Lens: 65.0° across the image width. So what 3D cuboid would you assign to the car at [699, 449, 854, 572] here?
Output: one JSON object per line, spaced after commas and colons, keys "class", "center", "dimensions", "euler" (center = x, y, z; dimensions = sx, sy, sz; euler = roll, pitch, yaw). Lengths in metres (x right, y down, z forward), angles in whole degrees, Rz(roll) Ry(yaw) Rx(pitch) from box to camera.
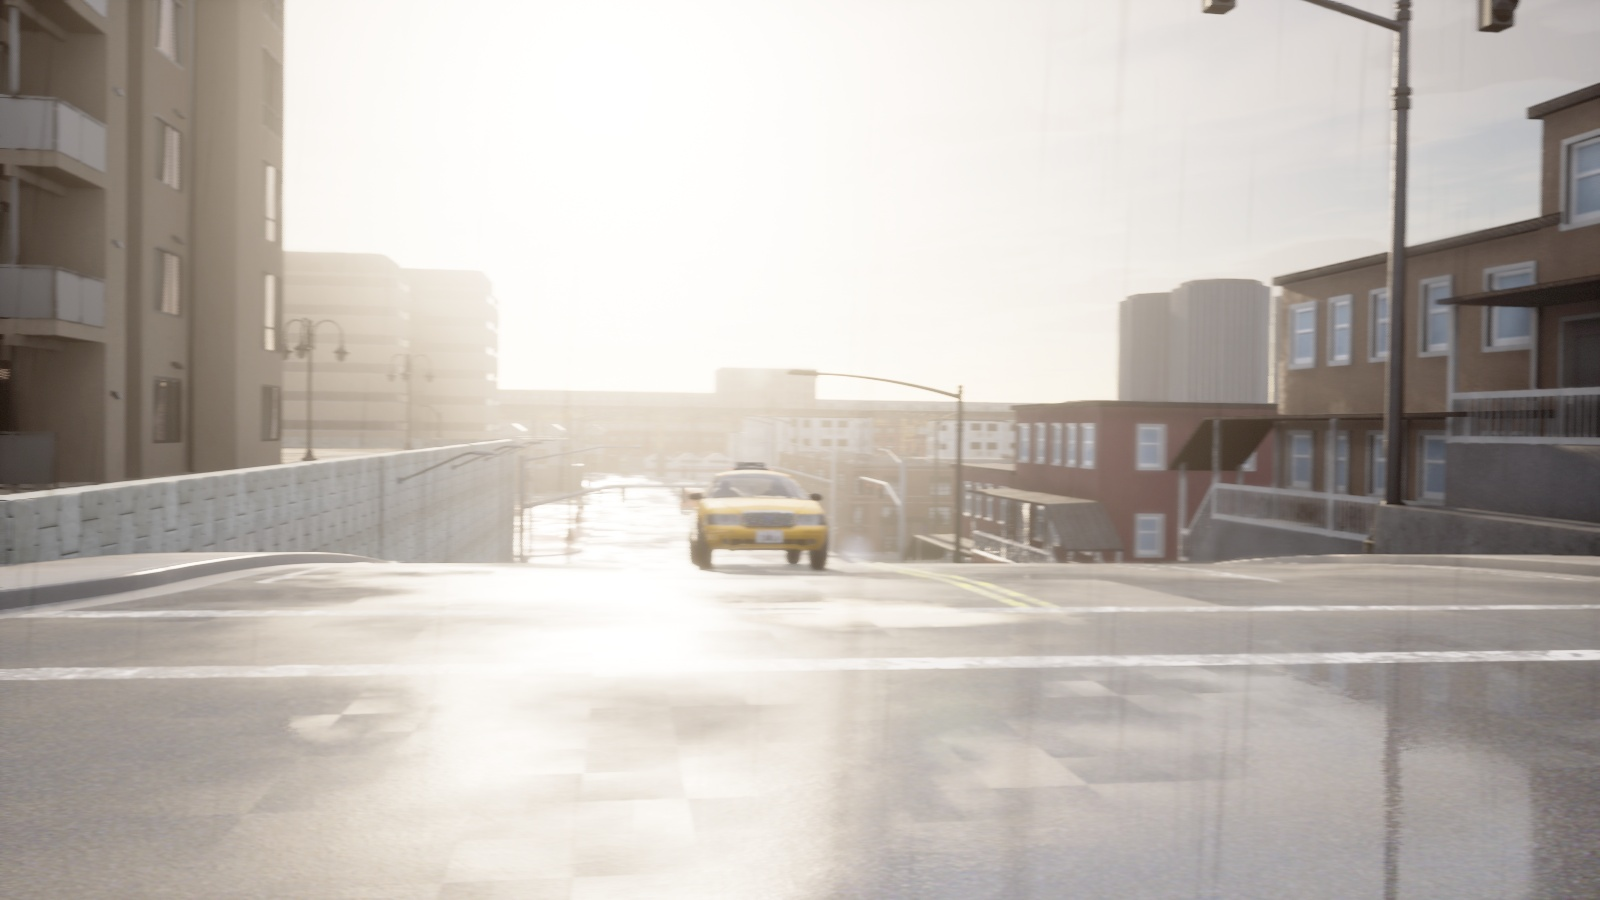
{"class": "car", "center": [-0.515, 0.957, 18.909], "dimensions": [1.801, 1.575, 5.366], "euler": [0, -4, -7]}
